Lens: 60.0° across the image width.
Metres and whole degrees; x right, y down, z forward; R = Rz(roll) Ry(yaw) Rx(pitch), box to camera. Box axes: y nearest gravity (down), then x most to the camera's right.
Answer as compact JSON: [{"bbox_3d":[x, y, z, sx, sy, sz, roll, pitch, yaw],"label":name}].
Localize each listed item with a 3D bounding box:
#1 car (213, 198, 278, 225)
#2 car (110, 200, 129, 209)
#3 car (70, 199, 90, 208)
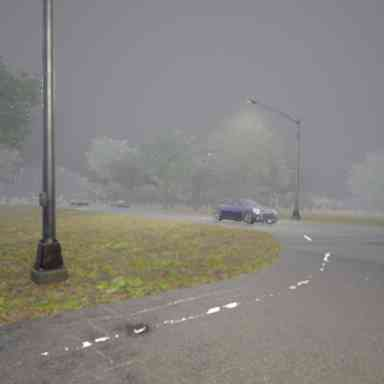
[{"bbox_3d":[3.457,1.205,22.012,2.097,1.767,4.553,4,-3,-35],"label":"car"},{"bbox_3d":[-12.351,2.108,56.768,1.812,1.442,4.674,4,-3,-35],"label":"car"},{"bbox_3d":[-17.565,1.801,52.002,1.895,1.301,4.718,4,-3,-35],"label":"car"}]
